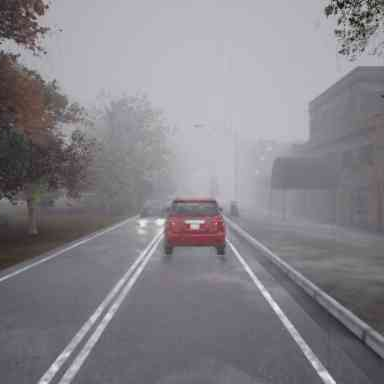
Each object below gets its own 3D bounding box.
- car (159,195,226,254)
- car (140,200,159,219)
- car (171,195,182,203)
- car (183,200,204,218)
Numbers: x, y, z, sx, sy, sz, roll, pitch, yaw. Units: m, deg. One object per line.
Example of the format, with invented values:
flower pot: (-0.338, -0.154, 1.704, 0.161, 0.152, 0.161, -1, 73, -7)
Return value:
car: (0.099, 1.210, 13.518, 2.150, 2.045, 5.566, 0, 0, 0)
car: (-3.346, 1.481, 29.201, 1.837, 1.490, 4.892, 0, 0, 0)
car: (-3.248, 1.441, 70.067, 2.128, 1.511, 4.902, 0, 0, 0)
car: (0.100, 1.500, 30.866, 1.812, 1.442, 4.674, 0, 0, 0)
